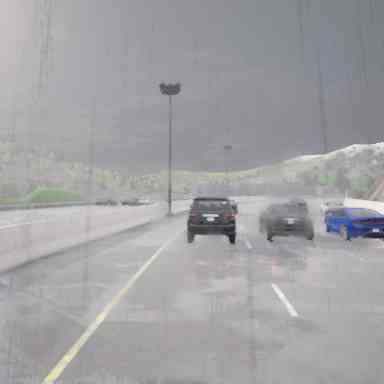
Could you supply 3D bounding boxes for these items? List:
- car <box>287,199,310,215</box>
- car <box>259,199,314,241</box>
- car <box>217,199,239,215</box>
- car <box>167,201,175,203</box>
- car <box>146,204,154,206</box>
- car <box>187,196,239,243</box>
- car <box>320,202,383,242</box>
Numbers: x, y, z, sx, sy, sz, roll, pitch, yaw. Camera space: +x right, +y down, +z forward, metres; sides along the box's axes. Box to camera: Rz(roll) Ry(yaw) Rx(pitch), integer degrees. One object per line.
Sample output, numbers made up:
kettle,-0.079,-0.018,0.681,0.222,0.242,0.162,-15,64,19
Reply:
car,11.097,1.524,34.976,1.837,1.490,4.892,0,0,12
car,4.629,1.360,16.916,2.097,1.767,4.553,0,0,6
car,3.810,1.530,34.396,1.812,1.442,4.674,0,0,11
car,-2.615,1.465,52.351,1.882,1.535,5.008,0,0,17
car,-6.848,1.505,50.401,1.812,1.442,4.674,0,0,16
car,1.030,1.222,16.452,2.150,2.045,5.566,0,0,6
car,8.108,1.493,16.677,1.882,1.535,5.008,0,0,6
